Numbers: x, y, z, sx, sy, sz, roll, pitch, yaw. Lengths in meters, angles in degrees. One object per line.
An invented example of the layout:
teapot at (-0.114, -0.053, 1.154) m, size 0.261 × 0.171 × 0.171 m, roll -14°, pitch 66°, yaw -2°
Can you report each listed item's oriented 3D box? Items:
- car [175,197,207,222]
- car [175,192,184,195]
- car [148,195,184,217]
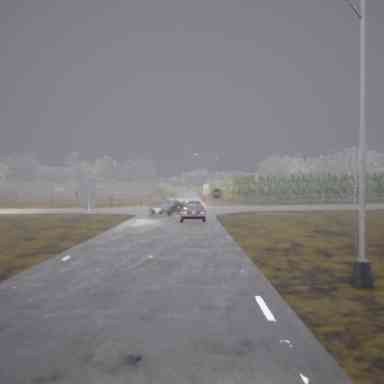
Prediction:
car at (0.000, 1.357, 24.011) m, size 2.033 × 1.411 × 5.357 m, roll 0°, pitch 1°, yaw -2°
car at (-2.737, 0.715, 75.170) m, size 2.033 × 1.411 × 5.357 m, roll 0°, pitch 1°, yaw 0°
car at (-2.244, 1.259, 28.561) m, size 2.128 × 1.511 × 4.902 m, roll 0°, pitch 0°, yaw 12°
